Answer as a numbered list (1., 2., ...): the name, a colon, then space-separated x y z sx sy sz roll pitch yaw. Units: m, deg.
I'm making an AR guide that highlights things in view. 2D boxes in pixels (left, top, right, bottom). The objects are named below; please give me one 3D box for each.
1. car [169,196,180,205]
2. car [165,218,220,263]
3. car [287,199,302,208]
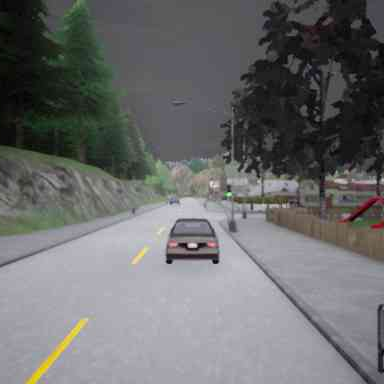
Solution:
1. car: -3.980 2.022 77.076 2.150 2.045 5.566 0 -1 0
2. car: 0.015 1.678 12.526 2.033 1.411 5.357 0 -1 0
3. car: 15.800 1.840 52.299 1.994 1.381 4.181 0 -1 0
